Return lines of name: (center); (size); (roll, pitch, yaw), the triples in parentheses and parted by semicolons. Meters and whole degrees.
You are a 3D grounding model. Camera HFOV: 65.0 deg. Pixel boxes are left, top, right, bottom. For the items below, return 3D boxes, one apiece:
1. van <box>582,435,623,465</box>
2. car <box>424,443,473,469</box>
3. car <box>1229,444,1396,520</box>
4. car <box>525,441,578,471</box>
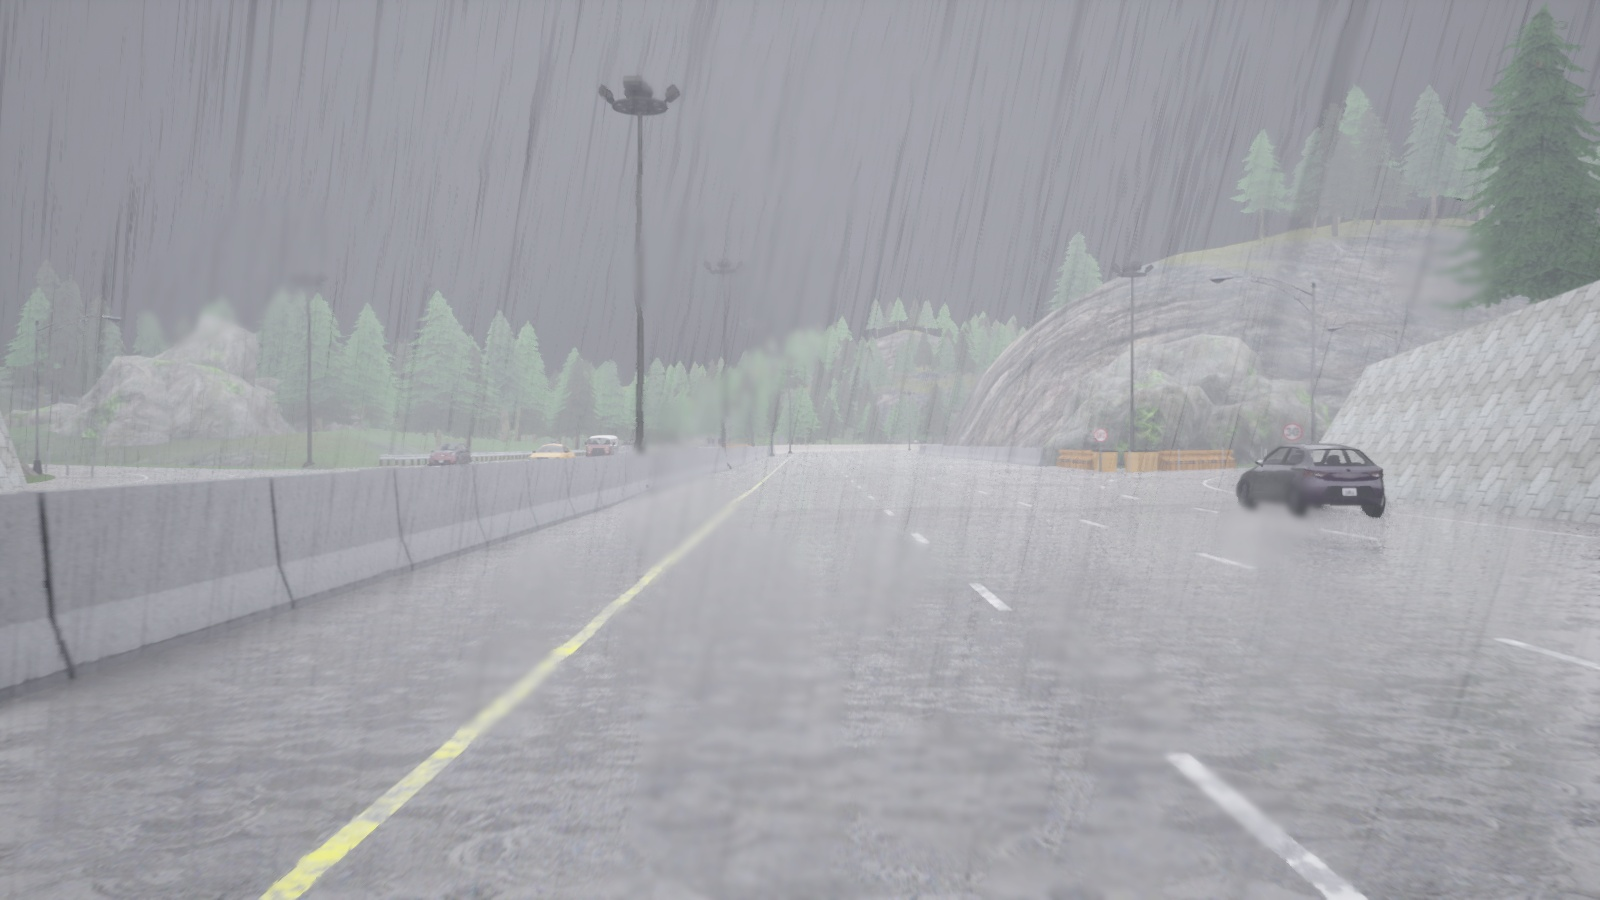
van: (-13.496, -0.025, 85.971); (2.069, 2.038, 4.480); (0, 0, 0)
car: (-20.566, 0.329, 73.631); (1.845, 1.501, 3.633); (0, 0, 0)
car: (10.666, 0.619, 26.471); (1.816, 1.474, 4.193); (0, 0, 0)
car: (-13.593, 0.284, 68.958); (1.801, 1.575, 5.366); (0, 0, 0)
